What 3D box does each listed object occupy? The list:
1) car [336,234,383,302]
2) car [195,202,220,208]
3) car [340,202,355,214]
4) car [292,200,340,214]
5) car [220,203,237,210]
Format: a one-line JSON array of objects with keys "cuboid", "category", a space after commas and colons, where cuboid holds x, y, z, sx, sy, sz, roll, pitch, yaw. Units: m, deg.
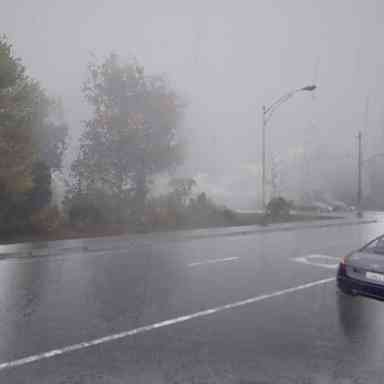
[{"cuboid": [5.129, 1.573, 7.412, 4.181, 1.385, 1.994, 0, 0, -34], "category": "car"}, {"cuboid": [1.806, 2.441, 56.230, 2.150, 2.045, 5.566, 0, -3, -32], "category": "car"}, {"cuboid": [16.663, 1.736, 39.183, 2.128, 1.511, 4.902, 0, -1, -34], "category": "car"}, {"cuboid": [13.560, 1.731, 37.556, 2.128, 1.511, 4.902, 0, -1, -32], "category": "car"}, {"cuboid": [5.597, 2.643, 56.787, 2.128, 1.511, 4.902, 0, -3, -32], "category": "car"}]
